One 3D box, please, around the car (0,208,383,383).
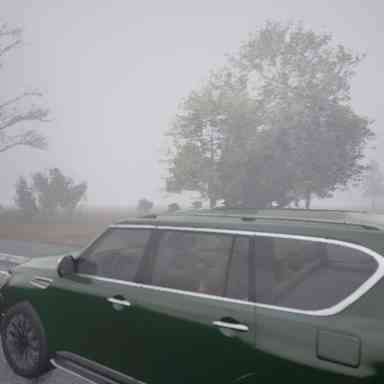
[{"bbox_3d":[0.004,1.210,3.847,5.566,2.045,2.150,0,0,34],"label":"car"}]
